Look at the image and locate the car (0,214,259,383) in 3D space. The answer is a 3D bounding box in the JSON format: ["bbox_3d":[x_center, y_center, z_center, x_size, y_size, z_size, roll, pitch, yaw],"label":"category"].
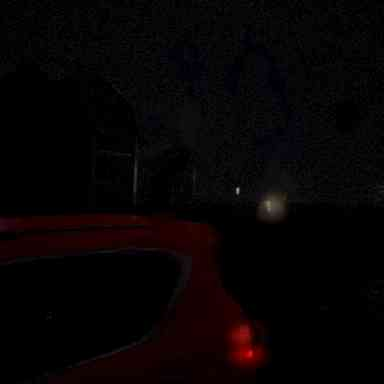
[{"bbox_3d":[-2.109,1.217,1.574,5.566,2.045,2.150,-1,0,-36],"label":"car"}]
